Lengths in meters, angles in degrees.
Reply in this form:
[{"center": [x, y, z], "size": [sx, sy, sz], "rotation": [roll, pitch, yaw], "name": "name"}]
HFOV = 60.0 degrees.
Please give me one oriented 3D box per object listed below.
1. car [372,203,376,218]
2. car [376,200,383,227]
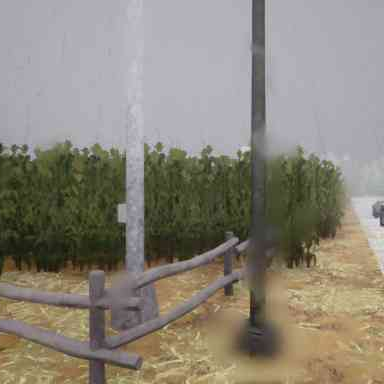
[{"center": [16.994, 1.505, 29.238], "size": [1.837, 1.490, 4.892], "rotation": [0, 0, 25], "name": "car"}, {"center": [12.576, 1.222, 19.785], "size": [2.150, 2.045, 5.566], "rotation": [0, 0, 25], "name": "car"}]
